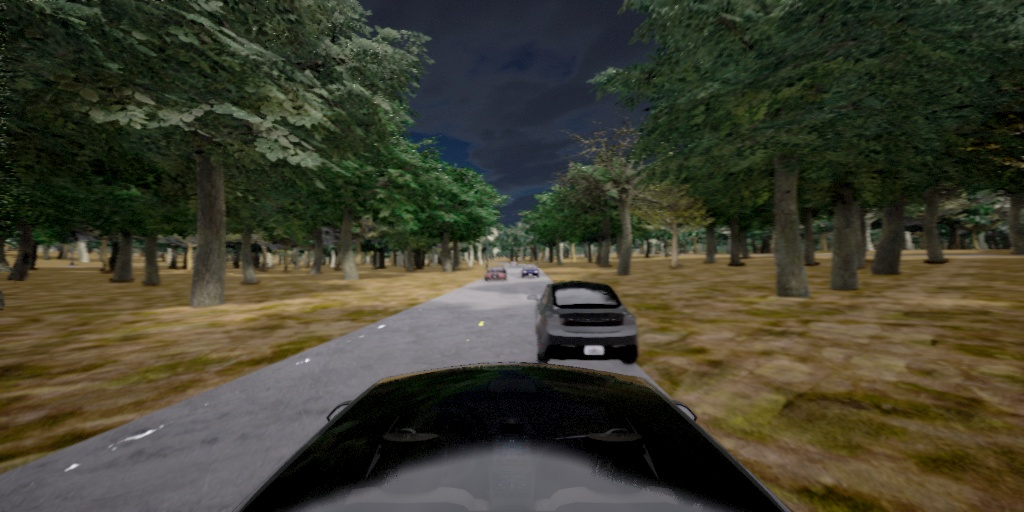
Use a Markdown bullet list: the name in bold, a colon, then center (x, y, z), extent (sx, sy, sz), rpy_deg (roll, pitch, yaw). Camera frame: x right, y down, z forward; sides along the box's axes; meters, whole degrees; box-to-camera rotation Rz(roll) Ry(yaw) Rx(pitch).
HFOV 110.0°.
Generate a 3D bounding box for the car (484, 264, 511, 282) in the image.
- **car**: center (-1.437, 1.669, 33.844), extent (1.994, 1.385, 4.181), rpy_deg (-1, 0, 3)

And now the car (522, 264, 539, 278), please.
- **car**: center (2.050, 1.718, 39.830), extent (1.895, 1.301, 4.718), rpy_deg (-1, 0, 3)

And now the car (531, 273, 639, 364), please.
- **car**: center (1.456, 1.322, 8.273), extent (1.837, 1.490, 4.892), rpy_deg (-1, -1, 3)
